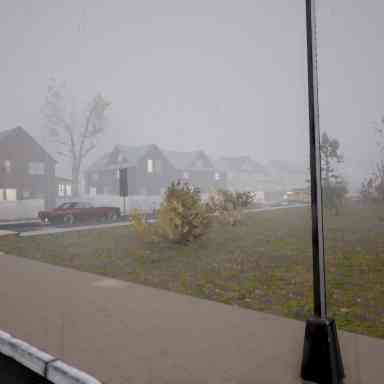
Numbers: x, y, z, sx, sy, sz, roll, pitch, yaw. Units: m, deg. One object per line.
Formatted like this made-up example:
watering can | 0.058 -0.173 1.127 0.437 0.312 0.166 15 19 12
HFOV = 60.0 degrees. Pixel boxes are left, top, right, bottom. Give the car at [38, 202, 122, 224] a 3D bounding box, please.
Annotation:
car | -6.719 1.253 20.432 1.895 1.301 4.718 -2 -1 43

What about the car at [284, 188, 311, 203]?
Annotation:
car | 13.948 0.594 42.264 1.882 1.535 5.008 -2 -1 44
